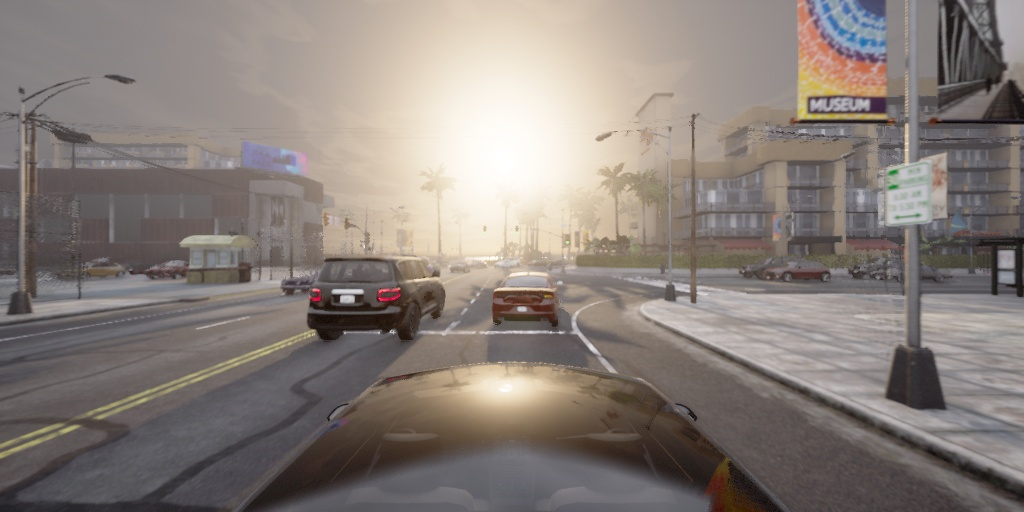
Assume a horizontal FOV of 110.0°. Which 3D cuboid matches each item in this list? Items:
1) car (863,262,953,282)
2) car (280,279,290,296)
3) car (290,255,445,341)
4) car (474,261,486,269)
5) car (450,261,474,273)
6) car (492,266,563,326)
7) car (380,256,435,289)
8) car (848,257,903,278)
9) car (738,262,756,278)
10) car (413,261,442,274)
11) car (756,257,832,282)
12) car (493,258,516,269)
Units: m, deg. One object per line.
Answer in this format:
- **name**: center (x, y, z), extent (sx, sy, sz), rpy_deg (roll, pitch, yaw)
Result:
- **car**: center (32.645, 1.388, 29.386), extent (5.357, 1.411, 2.033), rpy_deg (0, 0, 0)
- **car**: center (-10.593, 1.413, 19.929), extent (1.895, 1.301, 4.718), rpy_deg (0, 0, 0)
- **car**: center (-3.405, 1.000, 10.112), extent (2.150, 2.045, 5.566), rpy_deg (0, 0, 0)
- **car**: center (-6.141, 1.520, 62.683), extent (1.994, 1.385, 4.181), rpy_deg (0, 0, 24)
- **car**: center (-6.667, 1.405, 46.279), extent (1.837, 1.490, 4.892), rpy_deg (0, 0, 5)
- **car**: center (0.642, 1.262, 11.940), extent (1.882, 1.535, 5.008), rpy_deg (0, 0, 9)
- **car**: center (-7.092, 1.051, 25.040), extent (2.150, 2.045, 5.566), rpy_deg (0, 0, 1)
- **car**: center (34.278, 1.074, 32.897), extent (5.566, 2.045, 2.150), rpy_deg (0, 0, 0)
- **car**: center (23.926, 1.074, 32.831), extent (5.566, 2.045, 2.150), rpy_deg (0, 0, 0)
- **car**: center (-10.291, 1.386, 44.075), extent (2.128, 1.511, 4.902), rpy_deg (0, 0, 4)
- **car**: center (23.177, 1.193, 29.316), extent (4.553, 1.767, 2.097), rpy_deg (0, 0, 0)
- **car**: center (-1.550, 1.486, 64.098), extent (1.812, 1.442, 4.674), rpy_deg (0, 0, 28)
